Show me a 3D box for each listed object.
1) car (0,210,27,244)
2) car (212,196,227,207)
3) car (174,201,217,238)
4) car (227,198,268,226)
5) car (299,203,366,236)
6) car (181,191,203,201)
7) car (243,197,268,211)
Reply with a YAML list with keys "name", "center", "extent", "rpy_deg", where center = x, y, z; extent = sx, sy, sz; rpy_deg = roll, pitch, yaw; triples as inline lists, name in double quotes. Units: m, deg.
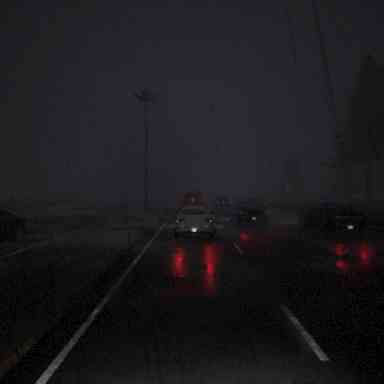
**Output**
- name: "car"
  center: [-8.067, 1.367, 12.283]
  extent: [1.882, 1.535, 5.008]
  rpy_deg: [0, 0, 0]
- name: "car"
  center: [3.495, 1.196, 39.863]
  extent: [2.033, 1.411, 5.357]
  rpy_deg: [0, 1, -1]
- name: "car"
  center: [0.099, 1.378, 16.663]
  extent: [1.812, 1.442, 4.674]
  rpy_deg: [0, 1, 0]
- name: "car"
  center: [3.596, 1.335, 21.611]
  extent: [1.812, 1.442, 4.674]
  rpy_deg: [0, 1, 0]
- name: "car"
  center: [7.100, 1.339, 17.307]
  extent: [2.128, 1.511, 4.902]
  rpy_deg: [0, 1, 0]
- name: "car"
  center: [0.044, 0.899, 36.519]
  extent: [2.150, 2.045, 5.566]
  rpy_deg: [0, 1, -1]
- name: "car"
  center: [7.035, 1.273, 37.192]
  extent: [1.895, 1.301, 4.718]
  rpy_deg: [0, 1, -1]
